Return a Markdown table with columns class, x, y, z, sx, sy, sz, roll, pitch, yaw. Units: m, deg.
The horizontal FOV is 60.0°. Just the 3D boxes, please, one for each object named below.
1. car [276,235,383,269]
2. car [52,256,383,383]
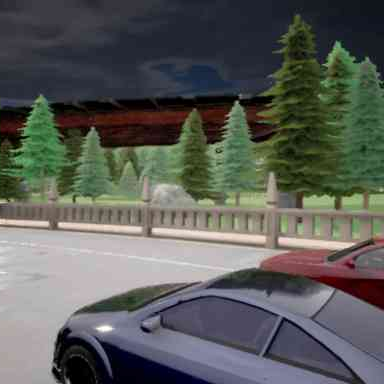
| class | x | y | z | sx | sy | sz | roll | pitch | yaw |
| --- | --- | --- | --- | --- | --- | --- | --- | --- | --- |
| car | 3.573 | 1.449 | 5.577 | 5.008 | 1.535 | 1.882 | 0 | 0 | 35 |
| car | 0.459 | 1.551 | 3.449 | 4.181 | 1.385 | 1.994 | 0 | 0 | 34 |
